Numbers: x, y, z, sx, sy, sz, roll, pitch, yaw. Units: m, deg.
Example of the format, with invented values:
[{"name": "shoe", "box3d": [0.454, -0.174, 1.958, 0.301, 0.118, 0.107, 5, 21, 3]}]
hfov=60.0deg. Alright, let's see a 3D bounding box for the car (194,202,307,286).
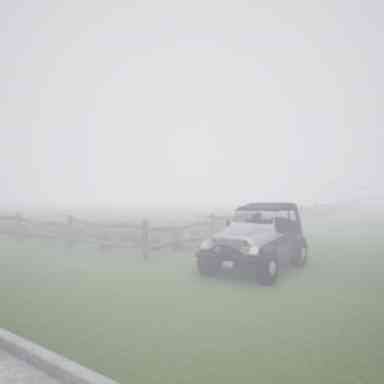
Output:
[{"name": "car", "box3d": [1.831, 1.246, 9.221, 1.905, 1.878, 3.866, -1, 0, 35]}]
